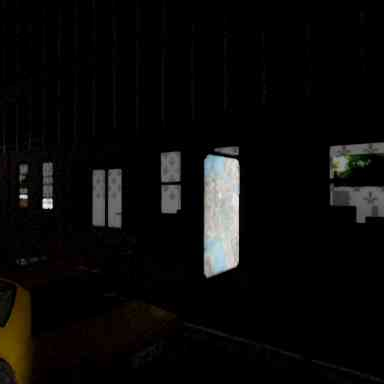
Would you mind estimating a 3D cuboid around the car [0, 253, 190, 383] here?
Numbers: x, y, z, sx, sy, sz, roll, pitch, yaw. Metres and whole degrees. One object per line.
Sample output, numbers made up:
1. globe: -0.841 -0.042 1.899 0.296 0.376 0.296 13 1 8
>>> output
1. car: -2.306 1.515 4.519 4.829 1.417 1.752 0 0 36
